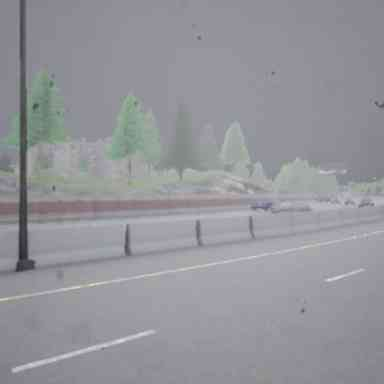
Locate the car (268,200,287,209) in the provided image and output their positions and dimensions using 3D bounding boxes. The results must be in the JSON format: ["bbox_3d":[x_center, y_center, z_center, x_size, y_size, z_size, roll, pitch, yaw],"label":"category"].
[{"bbox_3d":[10.755,1.845,37.055,1.812,1.442,4.674,-1,-1,43],"label":"car"}]

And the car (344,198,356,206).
[{"bbox_3d":[31.545,1.971,66.351,1.837,1.490,4.892,-1,-1,30],"label":"car"}]

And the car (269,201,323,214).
[{"bbox_3d":[9.751,1.808,30.870,2.033,1.411,5.357,-1,-1,45],"label":"car"}]

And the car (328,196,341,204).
[{"bbox_3d":[32.528,2.011,75.016,1.837,1.490,4.892,-1,-1,30],"label":"car"}]

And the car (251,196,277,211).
[{"bbox_3d":[10.518,1.655,47.454,2.150,2.045,5.566,-1,-1,40],"label":"car"}]

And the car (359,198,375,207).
[{"bbox_3d":[28.704,1.726,54.599,2.097,1.767,4.553,-1,-1,32],"label":"car"}]

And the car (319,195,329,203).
[{"bbox_3d":[33.181,1.700,83.110,2.150,2.045,5.566,-1,-1,30],"label":"car"}]

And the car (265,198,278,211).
[{"bbox_3d":[12.089,1.874,43.894,2.128,1.511,4.902,-1,-1,40],"label":"car"}]
